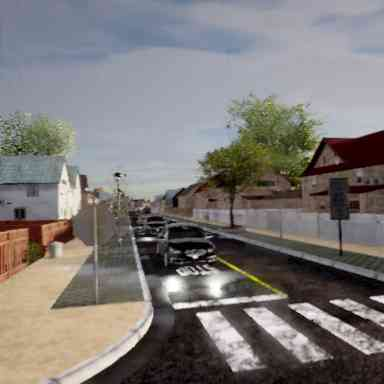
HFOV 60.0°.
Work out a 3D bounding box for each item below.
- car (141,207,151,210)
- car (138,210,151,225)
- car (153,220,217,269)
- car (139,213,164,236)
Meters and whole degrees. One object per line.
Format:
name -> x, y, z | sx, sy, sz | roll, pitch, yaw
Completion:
car -> -11.652, 4.918, 85.076 | 2.150, 2.045, 5.566 | -1, -2, -11
car -> -5.655, 3.282, 40.532 | 2.128, 1.511, 4.902 | -1, -2, -11
car -> -0.367, 2.087, 13.761 | 1.837, 1.490, 4.892 | -1, -2, -11
car -> -3.044, 2.696, 27.227 | 1.837, 1.490, 4.892 | -1, -3, -11
